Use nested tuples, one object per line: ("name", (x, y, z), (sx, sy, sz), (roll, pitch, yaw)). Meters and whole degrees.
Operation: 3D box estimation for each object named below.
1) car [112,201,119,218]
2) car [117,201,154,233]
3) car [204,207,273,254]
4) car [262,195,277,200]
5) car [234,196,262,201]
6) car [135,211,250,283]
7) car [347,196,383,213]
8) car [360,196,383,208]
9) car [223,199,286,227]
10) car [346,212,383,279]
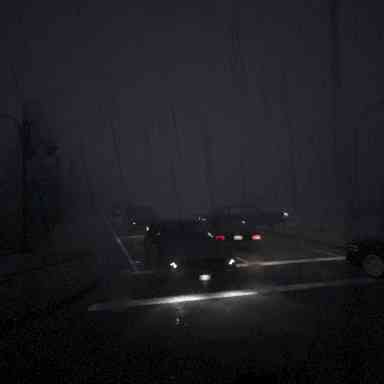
("car", (-6.246, 1.514, 30.096), (2.033, 1.411, 5.357), (0, 0, -17))
("car", (-3.095, 1.528, 19.941), (2.033, 1.411, 5.357), (0, 0, -17))
("car", (1.353, 1.538, 13.382), (2.033, 1.411, 5.357), (0, 0, -4))
("car", (10.378, 1.276, 47.098), (2.152, 1.636, 5.027), (0, 0, -17))
("car", (7.389, 1.286, 46.145), (2.007, 1.523, 4.514), (0, 0, -17))
("car", (-0.371, 1.542, 10.104), (2.033, 1.411, 5.357), (0, 0, -15))
("car", (15.610, 1.355, 29.180), (1.970, 1.475, 3.806), (0, 0, -17))
("car", (23.932, 1.272, 43.159), (1.845, 1.501, 3.633), (0, 0, -17))
("car", (2.854, 1.466, 19.892), (5.357, 1.411, 2.033), (-3, 1, -15))
("car", (6.530, 1.475, 8.227), (5.008, 1.535, 1.882), (0, 0, 39))
